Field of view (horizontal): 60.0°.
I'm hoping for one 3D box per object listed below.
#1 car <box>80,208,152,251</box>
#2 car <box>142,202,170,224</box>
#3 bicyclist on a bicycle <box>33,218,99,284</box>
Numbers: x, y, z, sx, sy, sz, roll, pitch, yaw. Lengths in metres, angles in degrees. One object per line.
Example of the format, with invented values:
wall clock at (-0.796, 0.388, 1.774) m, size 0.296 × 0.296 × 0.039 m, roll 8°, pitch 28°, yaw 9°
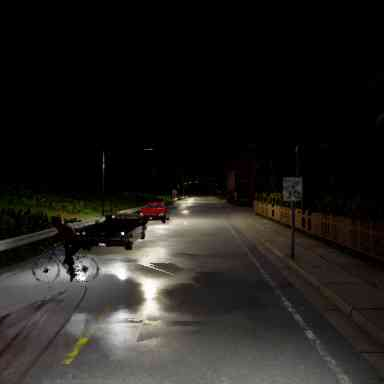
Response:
car at (-3.179, 1.601, 14.325) m, size 1.895 × 1.301 × 4.718 m, roll 0°, pitch 0°, yaw 2°
car at (-2.739, 1.526, 25.148) m, size 1.812 × 1.442 × 4.674 m, roll 0°, pitch 0°, yaw 2°
bicyclist on a bicycle at (-3.111, 1.454, 8.160) m, size 1.656 × 1.620 × 0.582 m, roll -1°, pitch 0°, yaw 2°
